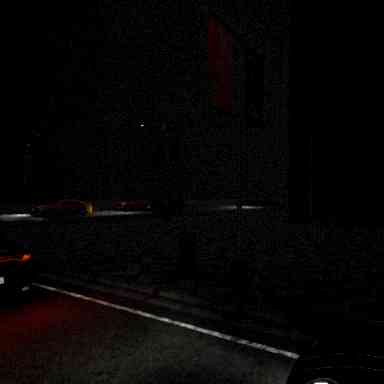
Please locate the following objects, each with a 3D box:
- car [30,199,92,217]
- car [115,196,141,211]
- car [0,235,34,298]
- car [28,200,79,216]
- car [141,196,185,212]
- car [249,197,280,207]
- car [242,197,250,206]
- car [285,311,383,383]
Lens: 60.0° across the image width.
[{"bbox_3d":[-11.708,1.418,30.406,5.008,1.535,1.882,0,0,-43],"label":"car"},{"bbox_3d":[-6.768,1.286,39.136,4.553,1.767,2.097,0,0,-42],"label":"car"},{"bbox_3d":[-5.609,1.476,7.399,5.008,1.535,1.882,0,0,33],"label":"car"},{"bbox_3d":[-13.700,1.490,32.990,4.181,1.385,1.994,0,0,-42],"label":"car"},{"bbox_3d":[-2.949,1.440,38.180,4.902,1.511,2.128,0,0,-42],"label":"car"},{"bbox_3d":[11.359,1.569,50.794,4.718,1.301,1.895,0,0,-41],"label":"car"},{"bbox_3d":[9.204,1.481,53.226,4.674,1.442,1.812,0,0,-41],"label":"car"},{"bbox_3d":[2.746,1.352,1.695,4.553,1.767,2.097,0,0,35],"label":"car"}]
